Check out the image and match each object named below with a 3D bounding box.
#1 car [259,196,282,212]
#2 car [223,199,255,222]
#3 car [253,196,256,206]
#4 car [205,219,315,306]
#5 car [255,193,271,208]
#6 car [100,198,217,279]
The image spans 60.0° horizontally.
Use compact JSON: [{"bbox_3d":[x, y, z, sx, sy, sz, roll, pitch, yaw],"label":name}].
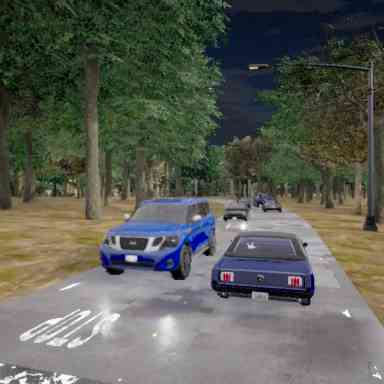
[{"bbox_3d":[9.019,1.536,37.776,1.994,1.385,4.181,0,0,8],"label":"car"},{"bbox_3d":[3.681,1.551,26.728,2.033,1.411,5.357,0,0,13],"label":"car"},{"bbox_3d":[6.687,1.549,42.987,2.033,1.411,5.357,0,0,6],"label":"car"},{"bbox_3d":[1.858,1.603,8.168,1.895,1.301,4.718,0,0,16],"label":"car"},{"bbox_3d":[10.123,1.143,47.725,2.150,2.045,5.566,0,0,3],"label":"car"},{"bbox_3d":[-0.691,1.225,10.572,2.150,2.045,5.566,0,0,16],"label":"car"}]
